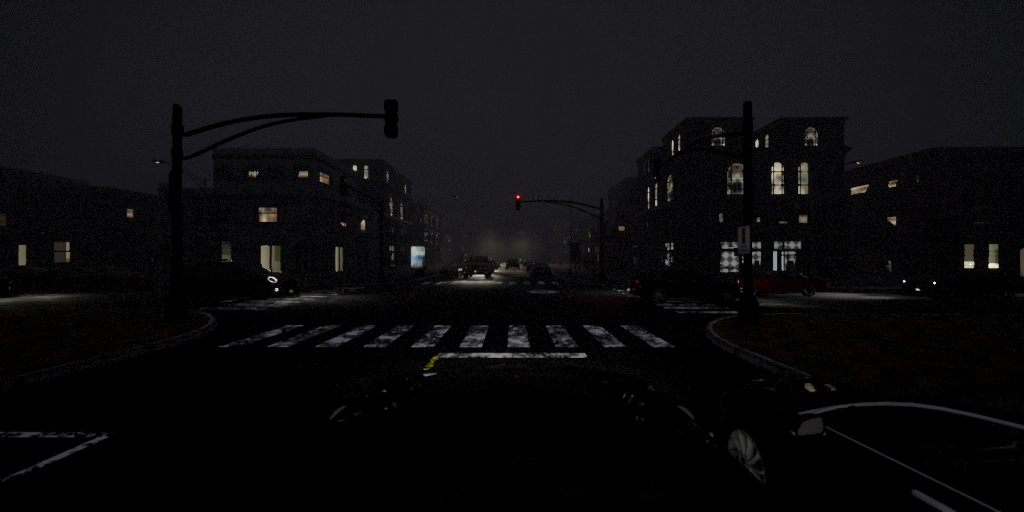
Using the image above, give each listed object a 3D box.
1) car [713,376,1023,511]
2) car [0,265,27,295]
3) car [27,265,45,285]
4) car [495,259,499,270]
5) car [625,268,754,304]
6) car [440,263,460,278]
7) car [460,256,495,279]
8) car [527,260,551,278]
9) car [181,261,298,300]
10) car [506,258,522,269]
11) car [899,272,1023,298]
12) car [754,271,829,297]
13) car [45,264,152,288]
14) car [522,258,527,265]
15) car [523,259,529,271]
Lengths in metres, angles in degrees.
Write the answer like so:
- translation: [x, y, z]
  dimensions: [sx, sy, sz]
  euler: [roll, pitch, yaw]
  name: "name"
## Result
- translation: [2.691, 1.300, 1.571]
  dimensions: [2.007, 1.370, 4.403]
  euler: [0, 0, 0]
  name: "car"
- translation: [-26.314, 1.111, 16.583]
  dimensions: [5.008, 1.535, 1.882]
  euler: [1, 0, 1]
  name: "car"
- translation: [-30.820, 1.226, 22.439]
  dimensions: [4.207, 1.307, 1.802]
  euler: [0, 0, 1]
  name: "car"
- translation: [-3.095, 1.243, 43.438]
  dimensions: [2.128, 1.511, 4.902]
  euler: [0, 0, 1]
  name: "car"
- translation: [7.636, 1.282, 16.054]
  dimensions: [4.892, 1.490, 1.837]
  euler: [1, 0, 1]
  name: "car"
- translation: [-5.690, 1.333, 33.974]
  dimensions: [1.802, 1.307, 4.207]
  euler: [0, 0, 0]
  name: "car"
- translation: [-3.112, 0.973, 33.511]
  dimensions: [2.150, 2.045, 5.566]
  euler: [0, 0, 1]
  name: "car"
- translation: [2.691, 1.317, 33.961]
  dimensions: [1.948, 1.339, 4.313]
  euler: [0, 0, 0]
  name: "car"
- translation: [-12.565, 1.048, 16.651]
  dimensions: [4.553, 1.767, 2.097]
  euler: [0, 0, -3]
  name: "car"
- translation: [0.100, 1.107, 57.271]
  dimensions: [2.097, 1.767, 4.553]
  euler: [0, 0, 0]
  name: "car"
- translation: [23.750, 1.480, 19.011]
  dimensions: [4.718, 1.301, 1.895]
  euler: [0, 0, 1]
  name: "car"
- translation: [13.801, 1.431, 19.158]
  dimensions: [4.718, 1.301, 1.895]
  euler: [0, 0, 1]
  name: "car"
- translation: [-25.454, 1.193, 22.356]
  dimensions: [4.829, 1.417, 1.751]
  euler: [0, 0, 1]
  name: "car"
- translation: [2.690, 1.306, 61.570]
  dimensions: [2.007, 1.370, 4.403]
  euler: [0, 0, 0]
  name: "car"
- translation: [2.691, 1.334, 45.003]
  dimensions: [1.802, 1.307, 4.207]
  euler: [0, 0, 0]
  name: "car"
